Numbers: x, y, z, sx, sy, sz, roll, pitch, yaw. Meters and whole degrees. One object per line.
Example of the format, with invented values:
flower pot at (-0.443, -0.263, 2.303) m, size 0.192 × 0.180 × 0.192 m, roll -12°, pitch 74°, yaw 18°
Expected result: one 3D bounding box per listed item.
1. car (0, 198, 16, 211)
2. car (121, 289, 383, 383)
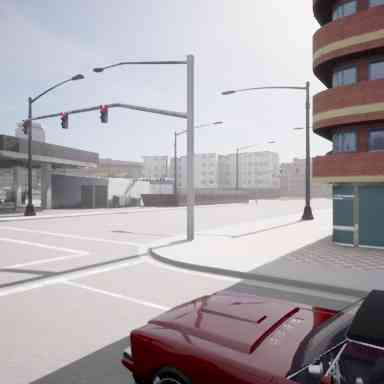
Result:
car at (-22.264, 1.456, 38.776) m, size 3.806 × 1.475 × 1.970 m, roll 0°, pitch 0°, yaw 36°
car at (1.605, 1.601, 2.828) m, size 4.718 × 1.301 × 1.895 m, roll 0°, pitch 0°, yaw 36°
